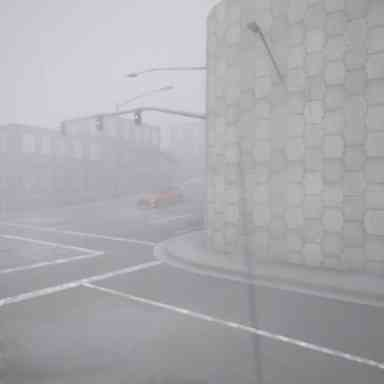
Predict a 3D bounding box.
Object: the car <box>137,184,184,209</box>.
[{"bbox_3d":[-2.701,0.307,28.863,2.097,1.767,4.553,1,7,35],"label":"car"}]
